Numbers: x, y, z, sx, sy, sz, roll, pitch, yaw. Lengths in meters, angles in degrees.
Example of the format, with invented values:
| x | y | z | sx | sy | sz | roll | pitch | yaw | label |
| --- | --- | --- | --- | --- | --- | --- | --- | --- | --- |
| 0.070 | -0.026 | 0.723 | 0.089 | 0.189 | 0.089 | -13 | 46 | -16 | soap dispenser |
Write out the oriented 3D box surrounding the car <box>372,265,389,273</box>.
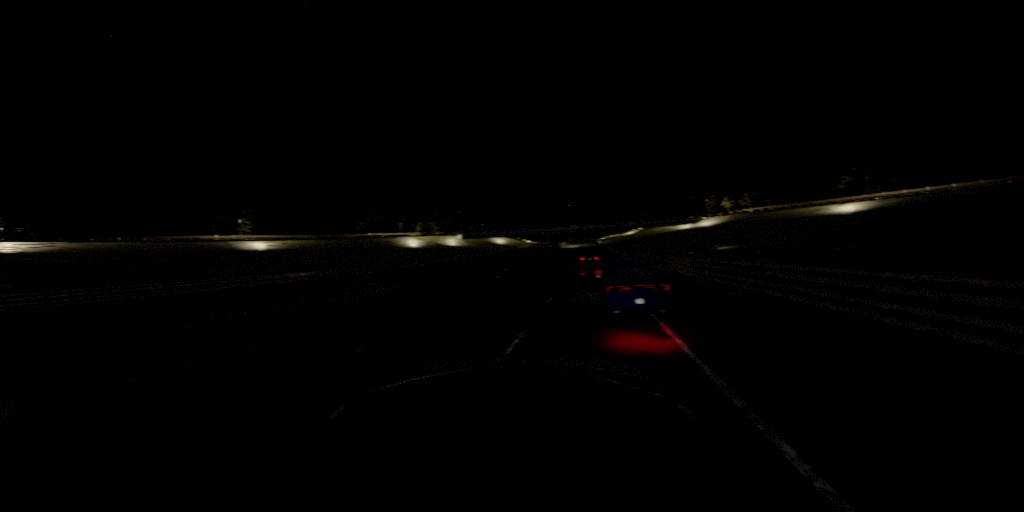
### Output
| x | y | z | sx | sy | sz | roll | pitch | yaw | label |
| --- | --- | --- | --- | --- | --- | --- | --- | --- | --- |
| -15.405 | 1.910 | 44.709 | 1.882 | 1.535 | 5.008 | -3 | 1 | 13 | car |

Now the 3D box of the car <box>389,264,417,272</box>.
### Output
| x | y | z | sx | sy | sz | roll | pitch | yaw | label |
| --- | --- | --- | --- | --- | --- | --- | --- | --- | --- |
| -12.213 | 1.750 | 42.970 | 1.882 | 1.535 | 5.008 | -3 | 1 | 13 | car |

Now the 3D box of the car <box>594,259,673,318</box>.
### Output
| x | y | z | sx | sy | sz | roll | pitch | yaw | label |
| --- | --- | --- | --- | --- | --- | --- | --- | --- | --- |
| 3.839 | 0.997 | 11.780 | 1.882 | 1.535 | 5.008 | -3 | 0 | 12 | car |

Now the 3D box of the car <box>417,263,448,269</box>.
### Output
| x | y | z | sx | sy | sz | roll | pitch | yaw | label |
| --- | --- | --- | --- | --- | --- | --- | --- | --- | --- |
| -8.756 | 1.573 | 42.433 | 2.128 | 1.511 | 4.902 | -3 | 1 | 13 | car |

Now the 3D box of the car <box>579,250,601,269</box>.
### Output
| x | y | z | sx | sy | sz | roll | pitch | yaw | label |
| --- | --- | --- | --- | --- | --- | --- | --- | --- | --- |
| 8.698 | 0.340 | 39.925 | 2.150 | 2.045 | 5.566 | -3 | 1 | 13 | car |
